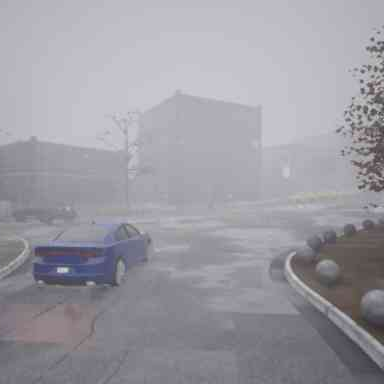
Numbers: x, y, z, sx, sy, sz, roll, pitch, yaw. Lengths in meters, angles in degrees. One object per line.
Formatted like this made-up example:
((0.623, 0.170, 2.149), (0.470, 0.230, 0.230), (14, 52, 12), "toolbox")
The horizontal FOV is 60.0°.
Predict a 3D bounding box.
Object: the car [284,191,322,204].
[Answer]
((14.667, 0.662, 44.953), (5.366, 1.575, 1.946), (-3, 2, -33), "car")

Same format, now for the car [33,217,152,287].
((-2.530, 1.576, 9.701), (1.882, 1.535, 5.008), (0, -1, 6), "car")

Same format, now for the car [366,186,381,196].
((28.686, -0.435, 54.251), (5.566, 2.045, 2.435), (-3, 2, -34), "car")

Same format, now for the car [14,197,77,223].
((-11.506, 1.439, 26.091), (5.566, 2.045, 2.150), (-1, -1, 30), "car")

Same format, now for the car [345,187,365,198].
((23.863, 0.105, 51.049), (5.366, 1.575, 1.946), (-3, 2, -34), "car")

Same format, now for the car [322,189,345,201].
((19.267, 0.382, 47.996), (5.366, 1.575, 1.946), (-3, 2, -34), "car")
